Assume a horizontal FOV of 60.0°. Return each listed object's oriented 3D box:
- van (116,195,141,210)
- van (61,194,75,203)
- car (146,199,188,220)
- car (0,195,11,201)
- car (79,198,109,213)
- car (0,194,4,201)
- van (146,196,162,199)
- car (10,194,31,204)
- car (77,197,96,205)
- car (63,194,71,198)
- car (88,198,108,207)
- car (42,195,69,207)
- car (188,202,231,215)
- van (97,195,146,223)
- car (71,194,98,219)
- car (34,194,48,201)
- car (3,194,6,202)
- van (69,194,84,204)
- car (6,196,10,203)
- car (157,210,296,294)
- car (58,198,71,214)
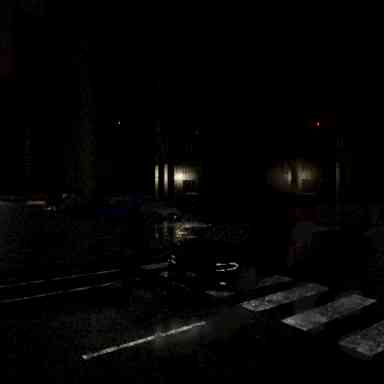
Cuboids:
[{"bbox_3d":[-8.308,1.331,43.560,1.690,1.788,3.998,0,0,-36],"label":"van"},{"bbox_3d":[-24.844,1.331,66.634,1.690,1.788,3.998,0,0,-36],"label":"van"},{"bbox_3d":[-2.543,1.508,25.452,1.812,1.442,4.674,0,0,-36],"label":"car"},{"bbox_3d":[-44.902,1.491,79.985,1.752,1.417,4.829,0,0,-36],"label":"car"},{"bbox_3d":[-11.155,1.500,37.475,1.812,1.442,4.674,0,0,-36],"label":"car"},{"bbox_3d":[-41.694,1.531,75.510,1.947,1.339,4.313,0,0,-36],"label":"car"},{"bbox_3d":[-5.001,1.333,38.945,1.690,1.788,3.998,0,0,-36],"label":"van"},{"bbox_3d":[-31.773,1.515,61.665,2.008,1.369,4.403,0,0,-36],"label":"car"},{"bbox_3d":[-18.230,1.571,57.403,1.802,1.307,4.206,0,0,-36],"label":"car"},{"bbox_3d":[-22.386,1.528,58.460,2.033,1.411,5.357,0,0,-36],"label":"car"},{"bbox_3d":[-14.923,1.570,52.788,1.802,1.307,4.206,0,0,-36],"label":"car"},{"bbox_3d":[-21.427,1.585,51.971,2.033,1.411,5.357,0,0,-36],"label":"car"},{"bbox_3d":[1.613,1.550,29.715,2.008,1.369,4.403,0,0,-36],"label":"car"},{"bbox_3d":[-5.315,1.315,24.748,1.690,1.788,3.998,0,0,-36],"label":"van"},{"bbox_3d":[-8.621,1.285,29.363,2.192,1.841,5.009,0,0,-36],"label":"car"},{"bbox_3d":[-38.073,1.306,85.093,2.192,1.841,5.009,0,0,-36],"label":"car"},{"bbox_3d":[-38.288,1.490,70.756,1.752,1.417,4.829,0,0,-36],"label":"car"},{"bbox_3d":[-21.537,1.330,62.019,1.690,1.788,3.998,0,0,-36],"label":"van"},{"bbox_3d":[-35.079,1.404,66.280,1.967,1.590,4.097,0,0,-36],"label":"car"},{"bbox_3d":[1.357,1.478,9.143,1.882,1.535,5.008,2,1,33],"label":"car"},{"bbox_3d":[-11.930,1.548,33.977,1.802,1.307,4.206,0,0,-36],"label":"car"}]
